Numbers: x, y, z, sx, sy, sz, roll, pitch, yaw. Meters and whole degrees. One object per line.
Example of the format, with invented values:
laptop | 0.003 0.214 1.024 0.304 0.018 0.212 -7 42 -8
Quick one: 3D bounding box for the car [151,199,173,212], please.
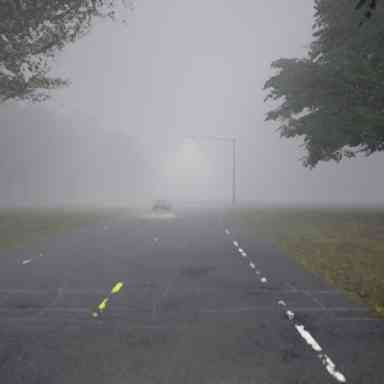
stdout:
car | -3.106 1.415 35.102 1.895 1.301 4.718 0 0 1
